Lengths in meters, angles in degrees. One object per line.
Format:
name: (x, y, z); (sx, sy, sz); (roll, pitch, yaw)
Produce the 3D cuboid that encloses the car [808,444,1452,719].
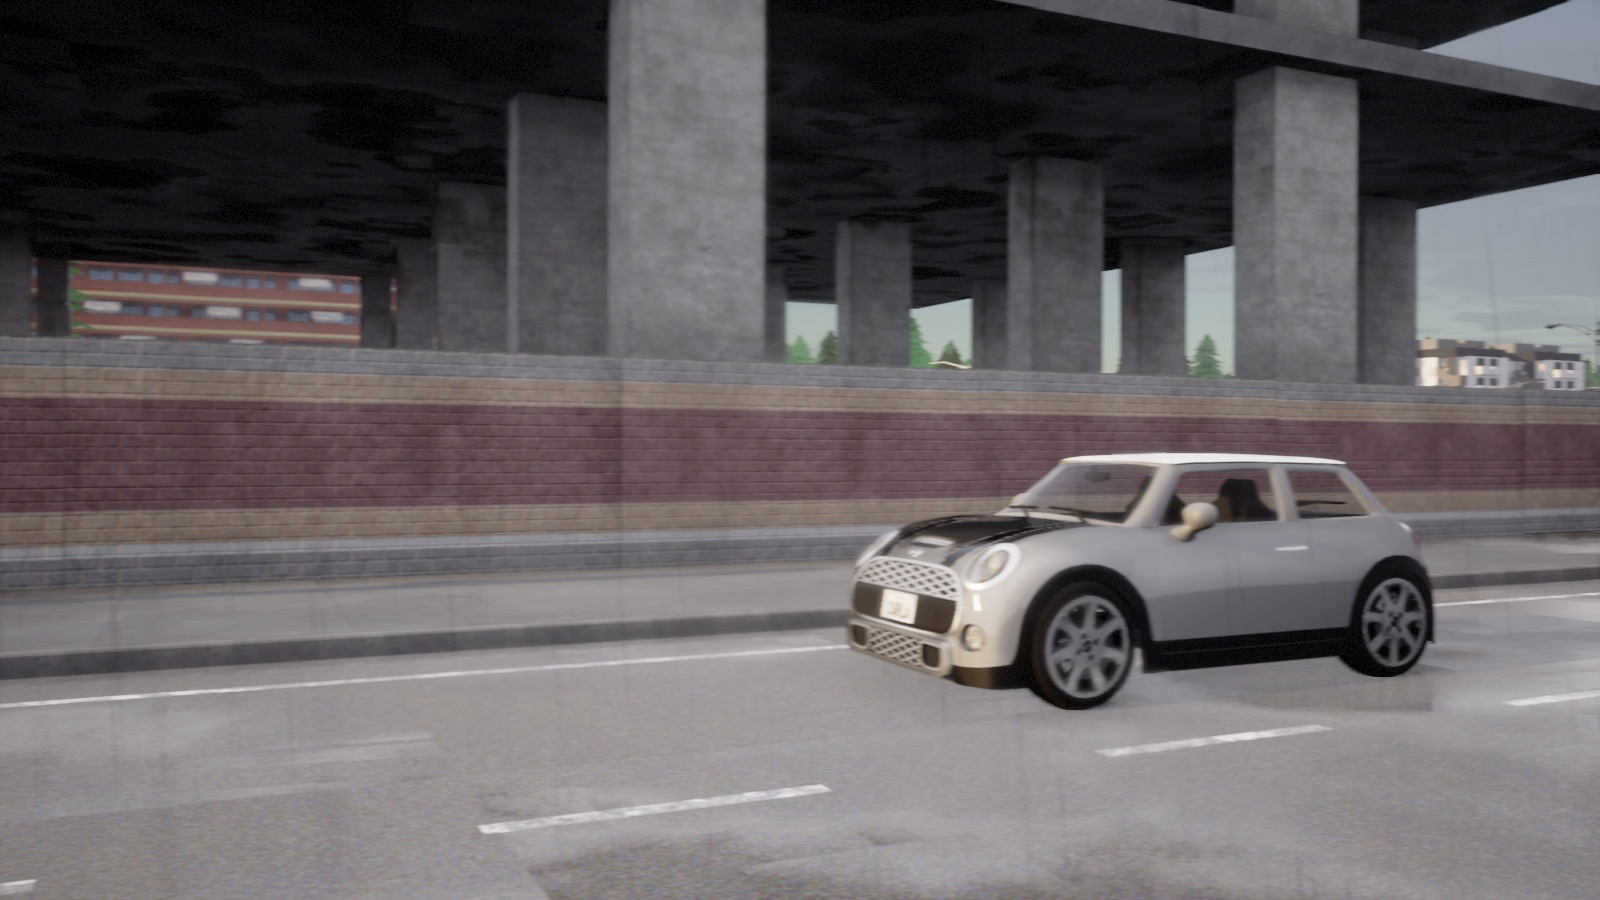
car: (2.193, 0.705, 8.433); (3.806, 1.475, 1.970); (0, 0, -25)
